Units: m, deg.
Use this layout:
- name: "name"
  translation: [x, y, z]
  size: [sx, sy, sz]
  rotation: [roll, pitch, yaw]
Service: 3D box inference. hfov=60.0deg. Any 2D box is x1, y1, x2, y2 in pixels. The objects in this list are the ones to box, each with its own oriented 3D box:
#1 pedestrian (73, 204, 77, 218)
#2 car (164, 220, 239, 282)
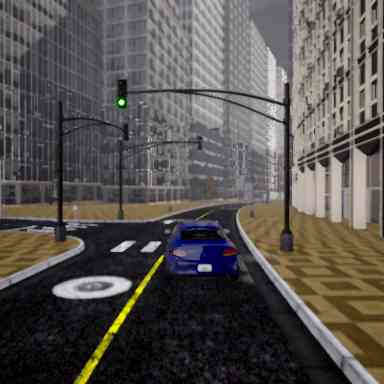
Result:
- name: "pedestrian"
  translation: [-8.835, 1.389, 25.159]
  size: [0.500, 1.100, 0.500]
  rotation: [0, 0, 18]
- name: "car"
  translation: [0.173, 1.544, 9.759]
  size: [1.812, 1.442, 4.674]
  rotation: [0, 0, -3]
